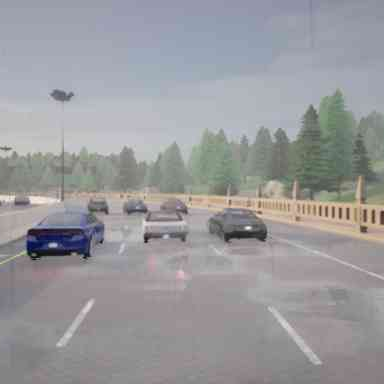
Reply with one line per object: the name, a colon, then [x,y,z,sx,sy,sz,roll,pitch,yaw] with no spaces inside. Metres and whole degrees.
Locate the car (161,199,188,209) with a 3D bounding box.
car: [-1.818,1.399,32.152,1.994,1.385,4.181,0,0,-17]

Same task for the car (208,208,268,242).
car: [2.053,1.473,15.970,1.994,1.385,4.181,0,0,-9]

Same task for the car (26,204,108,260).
car: [-4.453,1.424,12.369,1.882,1.535,5.008,0,0,-7]

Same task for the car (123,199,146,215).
car: [-5.612,1.406,32.580,1.994,1.385,4.181,0,0,-18]

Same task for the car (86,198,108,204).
car: [-9.238,1.345,32.381,2.128,1.511,4.902,0,0,-19]

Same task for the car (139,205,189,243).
car: [-1.408,1.520,15.822,1.895,1.301,4.718,0,0,-9]
